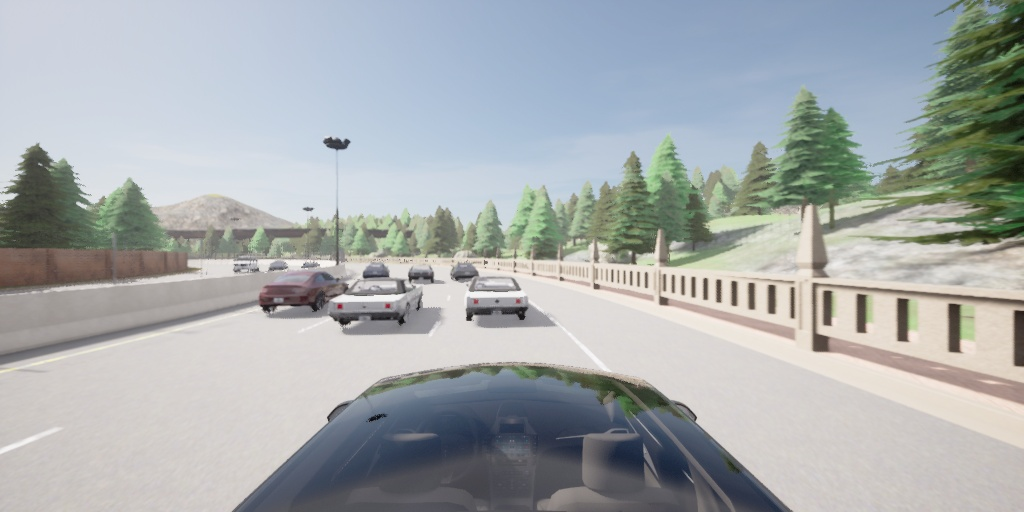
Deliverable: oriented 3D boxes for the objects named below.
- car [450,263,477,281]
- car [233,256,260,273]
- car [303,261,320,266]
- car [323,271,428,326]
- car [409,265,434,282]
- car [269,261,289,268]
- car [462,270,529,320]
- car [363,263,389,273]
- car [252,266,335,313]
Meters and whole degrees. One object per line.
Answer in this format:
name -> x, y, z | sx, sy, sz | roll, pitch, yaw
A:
car -> -3.957, 1.278, 29.477 | 1.994, 1.385, 4.181 | 0, 0, -15
car -> -32.628, 1.007, 44.169 | 2.150, 2.045, 5.566 | 0, 0, -29
car -> -25.834, 1.324, 46.261 | 1.994, 1.385, 4.181 | 0, 0, -28
car -> -4.094, 1.347, 11.642 | 1.895, 1.301, 4.718 | 0, 0, -6
car -> -7.111, 1.329, 27.949 | 1.895, 1.301, 4.718 | 0, 0, -15
car -> -28.971, 1.298, 44.722 | 1.812, 1.442, 4.674 | 0, 0, -28
car -> -0.672, 1.334, 12.520 | 1.895, 1.301, 4.718 | 0, 0, -6
car -> -11.563, 1.302, 30.654 | 1.994, 1.385, 4.181 | 0, 0, -17
car -> -7.940, 1.281, 14.054 | 1.812, 1.442, 4.674 | 0, 0, -7
